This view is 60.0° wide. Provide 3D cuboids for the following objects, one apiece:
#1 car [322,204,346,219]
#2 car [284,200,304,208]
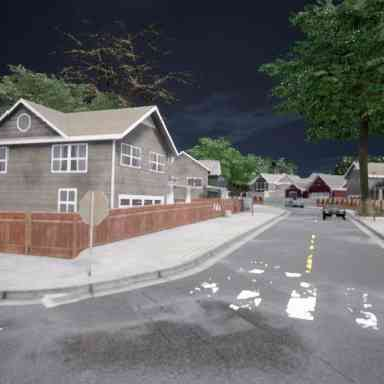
[{"bbox_3d":[13.228,1.805,31.149,1.895,1.301,4.718,1,0,21],"label":"car"},{"bbox_3d":[17.068,1.993,55.704,1.994,1.385,4.181,2,0,-6],"label":"car"}]
